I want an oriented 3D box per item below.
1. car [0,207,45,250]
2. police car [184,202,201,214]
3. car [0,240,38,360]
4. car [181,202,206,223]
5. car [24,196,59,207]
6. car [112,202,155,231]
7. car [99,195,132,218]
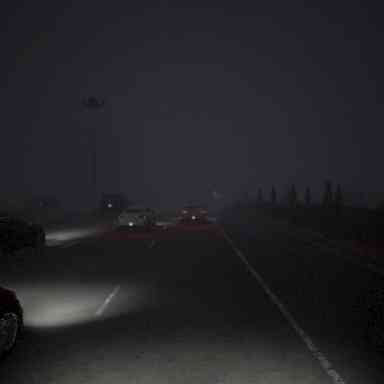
[{"bbox_3d":[-6.897,1.510,11.625,2.128,1.511,4.902,0,0,0],"label":"car"},{"bbox_3d":[0.107,2.081,42.316,2.038,1.542,4.974,0,-4,0],"label":"police car"},{"bbox_3d":[-3.396,1.531,2.969,1.812,1.442,4.674,0,0,0],"label":"car"},{"bbox_3d":[0.106,1.568,25.693,1.812,1.442,4.674,0,0,0],"label":"car"},{"bbox_3d":[-17.493,1.510,39.047,2.150,2.045,5.566,0,-3,0],"label":"car"},{"bbox_3d":[-3.397,1.560,20.839,1.812,1.442,4.674,0,0,0],"label":"car"},{"bbox_3d":[-6.894,1.304,30.694,2.150,2.045,5.566,0,-1,0],"label":"car"}]
